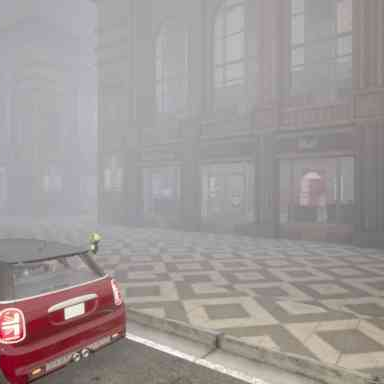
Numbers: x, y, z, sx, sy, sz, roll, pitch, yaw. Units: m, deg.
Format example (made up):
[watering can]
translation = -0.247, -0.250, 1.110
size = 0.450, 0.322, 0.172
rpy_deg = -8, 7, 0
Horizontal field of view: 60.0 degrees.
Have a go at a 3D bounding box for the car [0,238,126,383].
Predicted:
[car]
translation = -2.974, 1.440, 5.086
size = 4.097, 1.590, 1.967
rpy_deg = 0, 0, 36
